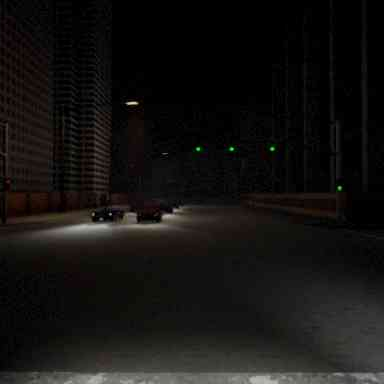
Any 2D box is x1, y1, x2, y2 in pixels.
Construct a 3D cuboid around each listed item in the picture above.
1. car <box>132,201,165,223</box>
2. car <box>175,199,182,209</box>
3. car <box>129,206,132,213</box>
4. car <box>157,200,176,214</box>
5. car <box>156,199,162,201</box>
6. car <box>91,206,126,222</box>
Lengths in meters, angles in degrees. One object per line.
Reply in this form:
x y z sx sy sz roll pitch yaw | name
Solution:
-3.654 1.802 29.010 1.882 1.535 5.008 0 -1 -1 | car
-3.267 2.227 56.231 1.895 1.301 4.718 0 -1 1 | car
-7.004 2.040 44.173 2.033 1.411 5.357 0 -1 1 | car
-3.431 2.076 42.601 1.895 1.301 4.718 0 -1 1 | car
-6.504 2.238 66.978 2.128 1.511 4.902 0 -1 1 | car
-7.303 1.931 29.428 1.895 1.301 4.718 0 -1 3 | car
